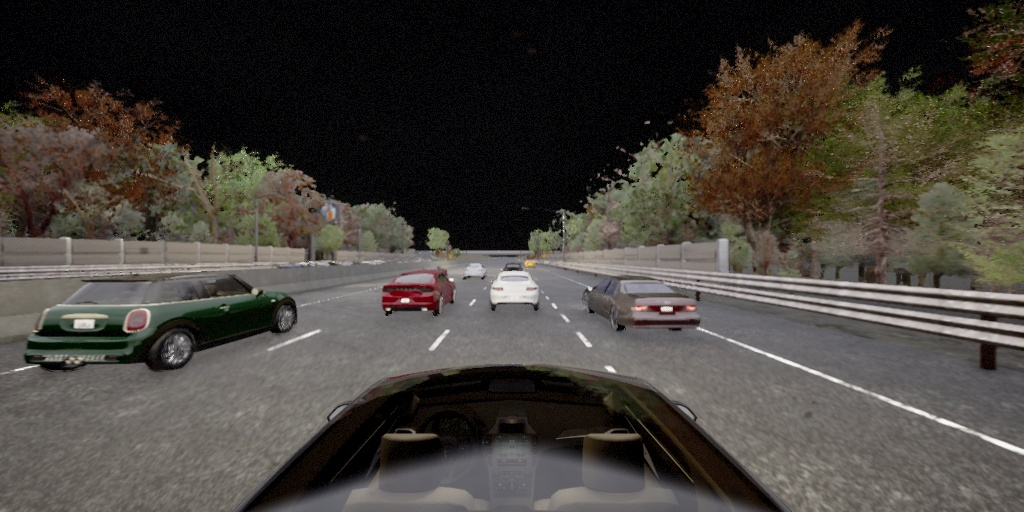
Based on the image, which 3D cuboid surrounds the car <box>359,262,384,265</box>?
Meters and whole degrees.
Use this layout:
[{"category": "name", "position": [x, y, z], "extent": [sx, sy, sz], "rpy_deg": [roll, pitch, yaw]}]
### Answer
[{"category": "car", "position": [-17.583, 1.498, 46.361], "extent": [1.812, 1.442, 4.674], "rpy_deg": [0, 0, 0]}]

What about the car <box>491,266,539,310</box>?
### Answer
[{"category": "car", "position": [0.100, 1.338, 14.998], "extent": [1.812, 1.442, 4.674], "rpy_deg": [0, 0, 0]}]

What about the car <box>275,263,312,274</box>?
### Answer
[{"category": "car", "position": [-28.078, 1.572, 46.211], "extent": [1.895, 1.301, 4.718], "rpy_deg": [0, 0, 0]}]

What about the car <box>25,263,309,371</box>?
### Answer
[{"category": "car", "position": [-6.901, 1.130, 7.911], "extent": [2.097, 1.767, 4.553], "rpy_deg": [0, 0, 0]}]

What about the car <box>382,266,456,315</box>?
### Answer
[{"category": "car", "position": [-3.399, 1.284, 13.895], "extent": [1.882, 1.535, 5.008], "rpy_deg": [0, 0, 0]}]

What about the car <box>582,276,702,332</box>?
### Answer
[{"category": "car", "position": [3.606, 1.320, 11.041], "extent": [2.033, 1.411, 5.357], "rpy_deg": [0, 0, -2]}]

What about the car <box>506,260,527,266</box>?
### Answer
[{"category": "car", "position": [0.103, 1.406, 32.806], "extent": [1.837, 1.490, 4.892], "rpy_deg": [0, 0, 0]}]

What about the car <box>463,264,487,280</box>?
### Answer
[{"category": "car", "position": [-3.413, 1.433, 33.913], "extent": [1.812, 1.442, 4.674], "rpy_deg": [0, 0, 0]}]

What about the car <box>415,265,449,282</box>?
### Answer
[{"category": "car", "position": [-6.897, 1.495, 31.385], "extent": [1.895, 1.301, 4.718], "rpy_deg": [0, 0, 0]}]

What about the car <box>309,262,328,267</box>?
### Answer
[{"category": "car", "position": [-24.575, 1.501, 47.143], "extent": [1.812, 1.442, 4.674], "rpy_deg": [0, 0, 0]}]

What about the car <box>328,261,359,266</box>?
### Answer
[{"category": "car", "position": [-21.083, 1.448, 46.078], "extent": [1.882, 1.535, 5.008], "rpy_deg": [0, 0, 0]}]
